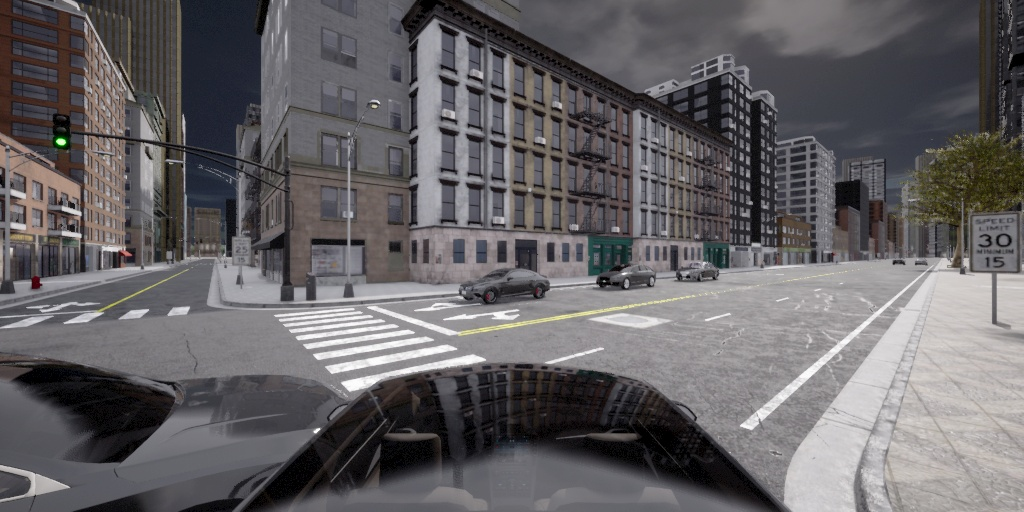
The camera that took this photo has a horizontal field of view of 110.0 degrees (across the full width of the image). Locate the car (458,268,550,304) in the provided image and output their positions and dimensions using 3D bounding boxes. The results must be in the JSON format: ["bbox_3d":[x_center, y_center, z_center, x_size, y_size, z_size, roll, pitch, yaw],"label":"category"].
[{"bbox_3d":[-0.237,1.285,16.625,4.674,1.442,1.812,0,0,-40],"label":"car"}]

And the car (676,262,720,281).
[{"bbox_3d":[15.311,1.233,29.507,4.902,1.511,2.128,0,0,-40],"label":"car"}]

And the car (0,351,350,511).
[{"bbox_3d":[-3.242,1.257,1.617,4.892,1.490,1.837,0,0,-35],"label":"car"}]

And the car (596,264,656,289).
[{"bbox_3d":[7.379,1.256,22.941,4.892,1.490,1.837,0,0,-40],"label":"car"}]
